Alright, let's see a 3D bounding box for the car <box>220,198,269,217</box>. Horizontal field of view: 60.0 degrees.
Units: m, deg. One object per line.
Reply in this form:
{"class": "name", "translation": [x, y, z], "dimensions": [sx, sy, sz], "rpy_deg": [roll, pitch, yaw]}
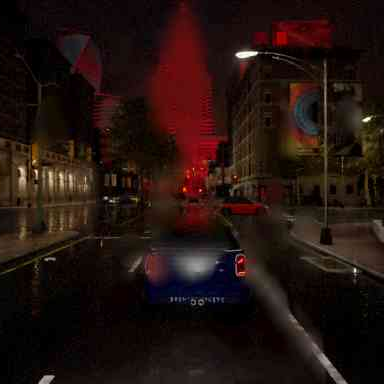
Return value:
{"class": "car", "translation": [4.689, 1.352, 30.444], "dimensions": [4.553, 1.767, 2.097], "rpy_deg": [0, 0, 0]}

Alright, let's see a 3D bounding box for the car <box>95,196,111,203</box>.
{"class": "car", "translation": [-17.980, 1.595, 67.444], "dimensions": [1.895, 1.301, 4.718], "rpy_deg": [0, 0, 0]}

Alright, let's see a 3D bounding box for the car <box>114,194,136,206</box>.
{"class": "car", "translation": [-11.356, 1.526, 56.764], "dimensions": [1.812, 1.442, 4.674], "rpy_deg": [0, 0, 0]}

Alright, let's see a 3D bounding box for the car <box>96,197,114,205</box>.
{"class": "car", "translation": [-14.846, 1.547, 57.940], "dimensions": [2.033, 1.411, 5.357], "rpy_deg": [0, 0, 1]}

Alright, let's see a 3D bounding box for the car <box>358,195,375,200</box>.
{"class": "car", "translation": [34.720, 1.481, 68.626], "dimensions": [2.231, 1.521, 4.892], "rpy_deg": [0, 0, 0]}

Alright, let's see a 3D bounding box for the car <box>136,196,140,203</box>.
{"class": "car", "translation": [-11.266, 1.478, 65.912], "dimensions": [1.882, 1.535, 5.008], "rpy_deg": [0, 0, 1]}

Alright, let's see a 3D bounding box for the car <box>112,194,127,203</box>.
{"class": "car", "translation": [-14.729, 1.352, 68.050], "dimensions": [2.097, 1.767, 4.553], "rpy_deg": [0, 0, 0]}

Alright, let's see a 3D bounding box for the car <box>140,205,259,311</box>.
{"class": "car", "translation": [0.105, 1.352, 7.923], "dimensions": [2.097, 1.767, 4.553], "rpy_deg": [0, 0, 0]}

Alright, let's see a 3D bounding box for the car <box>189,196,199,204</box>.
{"class": "car", "translation": [0.366, 1.547, 66.237], "dimensions": [2.033, 1.411, 5.357], "rpy_deg": [0, 0, 0]}

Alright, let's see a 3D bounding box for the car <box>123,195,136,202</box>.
{"class": "car", "translation": [-14.686, 1.525, 78.451], "dimensions": [2.128, 1.511, 4.902], "rpy_deg": [0, 0, 0]}

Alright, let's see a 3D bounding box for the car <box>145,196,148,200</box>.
{"class": "car", "translation": [-11.197, 1.553, 75.785], "dimensions": [1.994, 1.385, 4.181], "rpy_deg": [0, 0, 0]}
